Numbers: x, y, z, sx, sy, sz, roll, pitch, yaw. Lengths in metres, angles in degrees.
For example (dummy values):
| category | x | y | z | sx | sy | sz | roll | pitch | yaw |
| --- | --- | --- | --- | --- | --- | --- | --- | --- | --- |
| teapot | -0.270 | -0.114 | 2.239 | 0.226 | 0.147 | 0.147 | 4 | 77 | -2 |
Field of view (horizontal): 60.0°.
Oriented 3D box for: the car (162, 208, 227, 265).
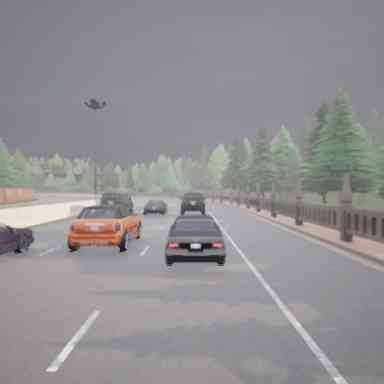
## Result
| category | x | y | z | sx | sy | sz | roll | pitch | yaw |
| --- | --- | --- | --- | --- | --- | --- | --- | --- | --- |
| car | 0.096 | 1.487 | 11.429 | 2.033 | 1.411 | 5.357 | 0 | 0 | 0 |

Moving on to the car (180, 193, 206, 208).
| category | x | y | z | sx | sy | sz | roll | pitch | yaw |
| --- | --- | --- | --- | --- | --- | --- | --- | --- | --- |
| car | 0.090 | 1.061 | 30.678 | 2.150 | 2.045 | 5.566 | 0 | 0 | 0 |

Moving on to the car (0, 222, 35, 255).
| category | x | y | z | sx | sy | sz | roll | pitch | yaw |
| --- | --- | --- | --- | --- | --- | --- | --- | --- | --- |
| car | -6.902 | 1.494 | 10.215 | 2.033 | 1.411 | 5.357 | 0 | 0 | 0 |

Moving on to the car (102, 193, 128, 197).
| category | x | y | z | sx | sy | sz | roll | pitch | yaw |
| --- | --- | --- | --- | --- | --- | --- | --- | --- | --- |
| car | -6.910 | 1.061 | 30.710 | 2.150 | 2.045 | 5.566 | 0 | 0 | 0 |

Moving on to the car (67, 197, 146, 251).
| category | x | y | z | sx | sy | sz | roll | pitch | yaw |
| --- | --- | --- | --- | --- | --- | --- | --- | --- | --- |
| car | -3.404 | 1.279 | 13.779 | 2.097 | 1.767 | 4.553 | 0 | 0 | 0 |

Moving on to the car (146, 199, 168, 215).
| category | x | y | z | sx | sy | sz | roll | pitch | yaw |
| --- | --- | --- | --- | --- | --- | --- | --- | --- | --- |
| car | -3.410 | 1.397 | 31.870 | 1.994 | 1.385 | 4.181 | 0 | 0 | 0 |
